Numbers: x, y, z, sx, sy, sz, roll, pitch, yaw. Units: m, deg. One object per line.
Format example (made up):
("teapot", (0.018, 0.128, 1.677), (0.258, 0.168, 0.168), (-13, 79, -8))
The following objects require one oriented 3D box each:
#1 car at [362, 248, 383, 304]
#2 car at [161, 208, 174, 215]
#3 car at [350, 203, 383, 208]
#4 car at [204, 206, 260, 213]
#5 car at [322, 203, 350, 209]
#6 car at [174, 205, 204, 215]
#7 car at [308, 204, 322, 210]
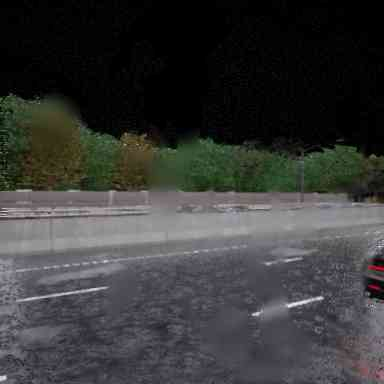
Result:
("car", (5.681, 1.615, 7.161), (4.892, 1.490, 1.837), (0, -1, -32))
("car", (-1.044, 2.201, 36.059), (4.892, 1.490, 1.837), (0, -1, -32))
("car", (22.975, 2.231, 42.675), (4.892, 1.490, 1.837), (1, -2, -32))
("car", (4.104, 2.118, 31.021), (5.357, 1.411, 2.033), (0, -1, -32))
("car", (20.522, 2.257, 45.280), (5.008, 1.535, 1.882), (1, -2, -32))
("car", (1.056, 2.136, 33.246), (4.892, 1.490, 1.837), (0, -1, -32))
("car", (19.248, 2.401, 48.598), (5.357, 1.411, 2.033), (1, -2, -32))
